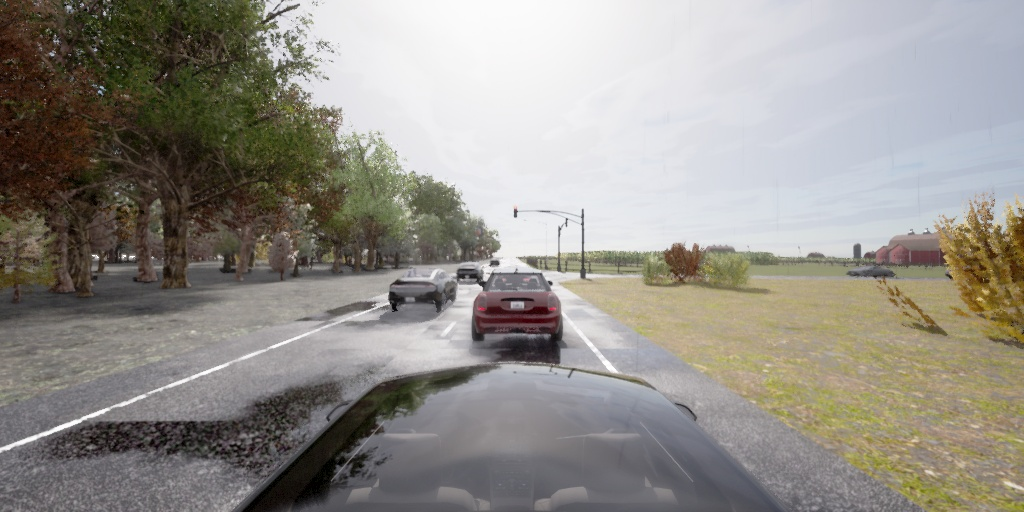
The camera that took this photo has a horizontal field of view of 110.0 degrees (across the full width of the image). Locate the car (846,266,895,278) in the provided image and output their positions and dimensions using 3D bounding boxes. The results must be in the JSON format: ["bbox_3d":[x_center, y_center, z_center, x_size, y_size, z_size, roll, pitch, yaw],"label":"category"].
[{"bbox_3d":[41.178,1.809,41.247,4.181,1.385,1.994,1,-1,1],"label":"car"}]

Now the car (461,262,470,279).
[{"bbox_3d":[-3.352,1.255,29.108,1.837,1.490,4.892,0,1,0],"label":"car"}]

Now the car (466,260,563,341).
[{"bbox_3d":[0.110,1.102,10.018,2.097,1.767,4.553,0,0,0],"label":"car"}]

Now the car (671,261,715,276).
[{"bbox_3d":[20.889,1.376,41.389,4.553,1.767,2.097,1,-1,0],"label":"car"}]

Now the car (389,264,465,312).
[{"bbox_3d":[-3.378,1.239,14.348,2.128,1.511,4.902,0,0,0],"label":"car"}]

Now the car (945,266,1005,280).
[{"bbox_3d":[48.572,1.757,37.580,4.902,1.511,2.128,1,-1,1],"label":"car"}]
